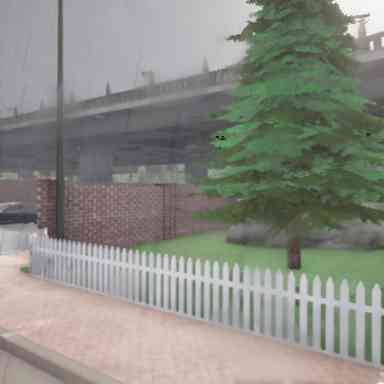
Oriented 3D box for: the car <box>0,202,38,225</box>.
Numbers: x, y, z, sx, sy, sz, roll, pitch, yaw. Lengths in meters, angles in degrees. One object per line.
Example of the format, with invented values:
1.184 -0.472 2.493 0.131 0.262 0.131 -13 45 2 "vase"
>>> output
-11.370 1.410 20.877 1.837 1.490 4.892 0 0 34 "car"
